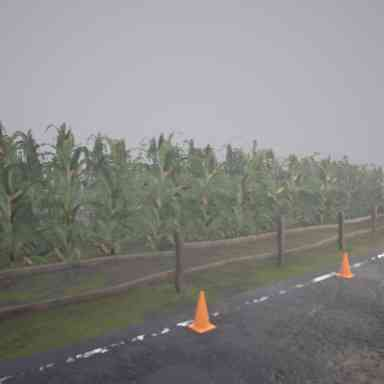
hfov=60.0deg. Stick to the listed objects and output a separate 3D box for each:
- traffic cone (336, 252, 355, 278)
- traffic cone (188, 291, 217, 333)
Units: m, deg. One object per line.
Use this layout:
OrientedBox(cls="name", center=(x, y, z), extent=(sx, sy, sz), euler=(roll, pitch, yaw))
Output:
OrientedBox(cls="traffic cone", center=(3.939, 1.849, 8.540), extent=(0.340, 0.580, 0.340), euler=(-1, 1, -41))
OrientedBox(cls="traffic cone", center=(0.167, 1.917, 5.445), extent=(0.340, 0.580, 0.340), euler=(-1, 1, -38))
